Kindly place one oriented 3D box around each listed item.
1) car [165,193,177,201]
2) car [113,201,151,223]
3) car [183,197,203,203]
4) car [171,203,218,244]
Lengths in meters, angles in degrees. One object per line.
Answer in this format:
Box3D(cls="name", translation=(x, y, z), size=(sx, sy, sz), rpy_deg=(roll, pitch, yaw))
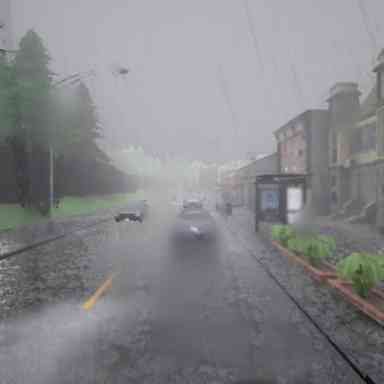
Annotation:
Box3D(cls="car", translation=(-3.997, 0.932, 64.091), size=(2.128, 1.511, 4.902), rpy_deg=(0, 1, 0))
Box3D(cls="car", translation=(-4.072, 1.332, 23.526), size=(2.033, 1.411, 5.357), rpy_deg=(0, 0, 0))
Box3D(cls="car", translation=(0.096, 1.229, 32.560), size=(1.812, 1.442, 4.674), rpy_deg=(0, 1, 0))
Box3D(cls="car", translation=(0.103, 1.426, 15.033), size=(1.994, 1.385, 4.181), rpy_deg=(0, 1, 0))
